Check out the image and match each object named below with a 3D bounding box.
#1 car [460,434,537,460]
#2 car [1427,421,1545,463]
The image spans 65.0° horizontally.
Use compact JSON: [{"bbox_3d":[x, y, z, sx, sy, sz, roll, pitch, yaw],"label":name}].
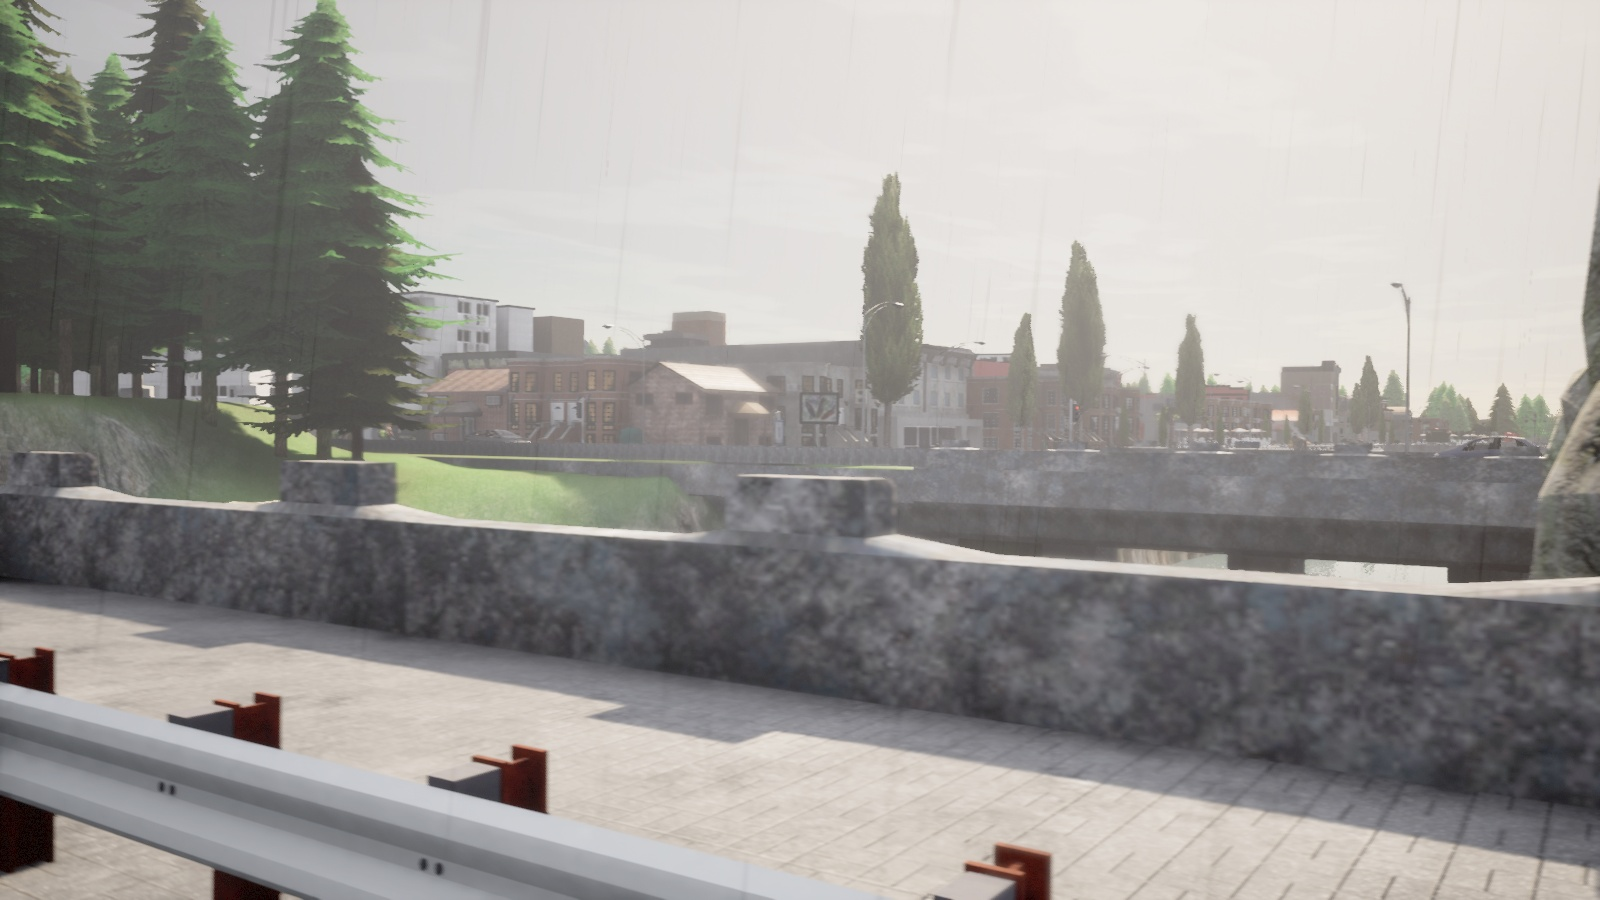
[{"bbox_3d":[-18.215,-0.192,75.819,4.514,1.525,2.007,0,1,34],"label":"car"},{"bbox_3d":[27.423,-0.305,50.232,3.988,1.617,1.851,0,1,34],"label":"car"}]
